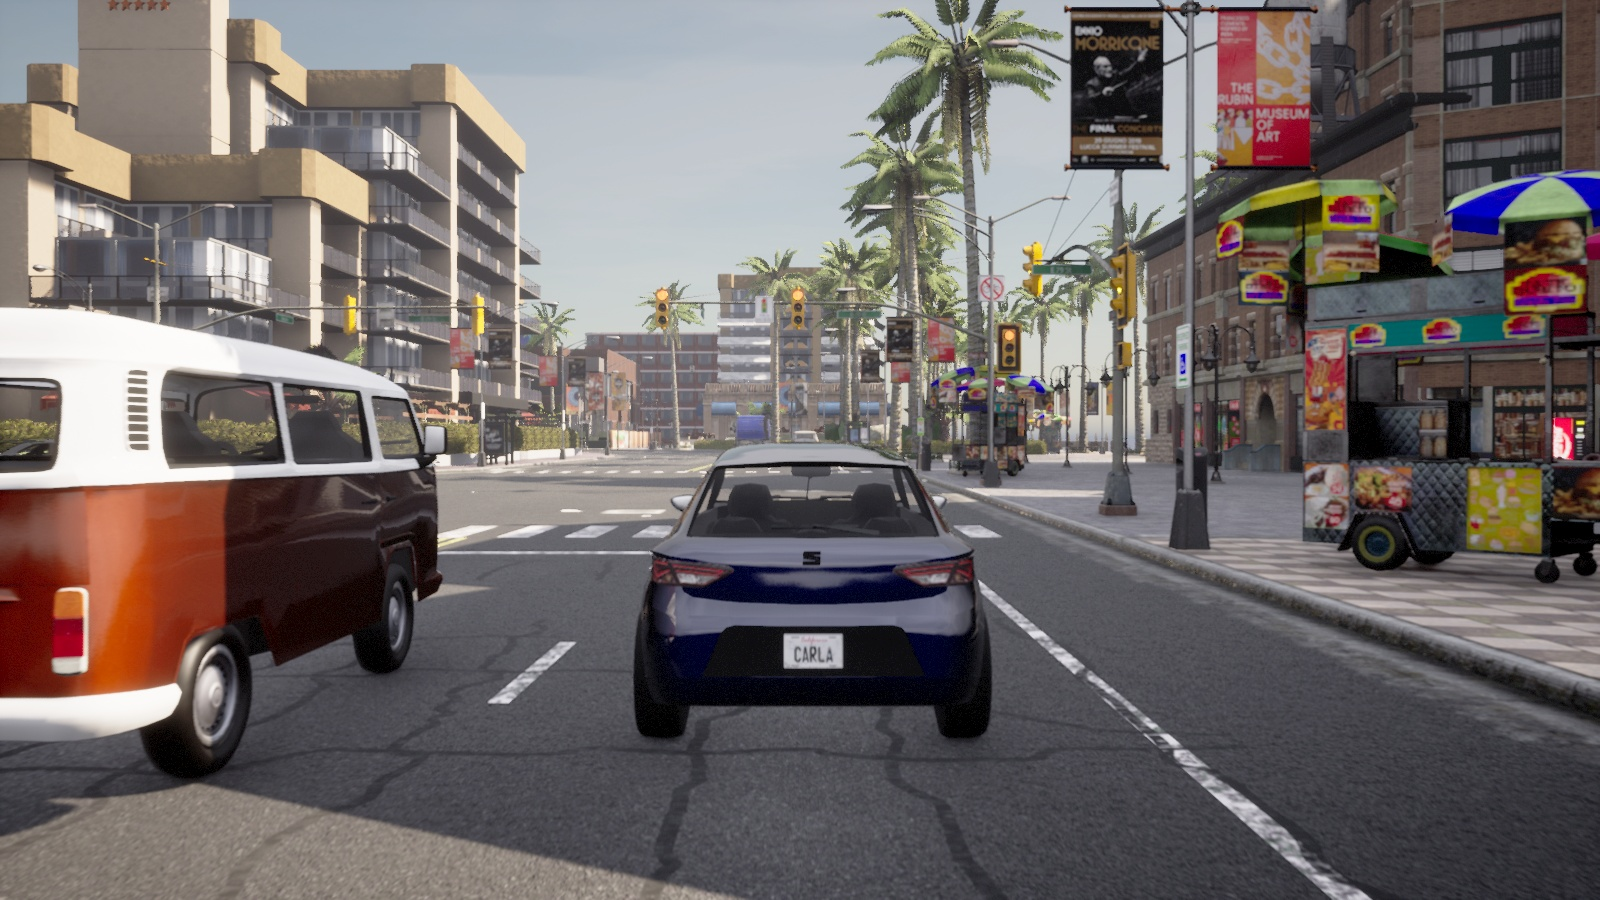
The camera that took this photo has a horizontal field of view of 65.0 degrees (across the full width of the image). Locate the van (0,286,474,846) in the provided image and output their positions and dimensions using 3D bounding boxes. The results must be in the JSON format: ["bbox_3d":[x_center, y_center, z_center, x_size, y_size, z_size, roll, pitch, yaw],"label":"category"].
[{"bbox_3d":[-3.390,0.403,6.810,2.069,2.038,4.480,0,1,0],"label":"van"}]

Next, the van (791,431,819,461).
[{"bbox_3d":[0.337,-0.275,83.117,1.775,1.987,4.442,0,1,0],"label":"van"}]

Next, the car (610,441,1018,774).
[{"bbox_3d":[0.059,0.688,7.685,1.816,1.474,4.193,0,1,0],"label":"car"}]
